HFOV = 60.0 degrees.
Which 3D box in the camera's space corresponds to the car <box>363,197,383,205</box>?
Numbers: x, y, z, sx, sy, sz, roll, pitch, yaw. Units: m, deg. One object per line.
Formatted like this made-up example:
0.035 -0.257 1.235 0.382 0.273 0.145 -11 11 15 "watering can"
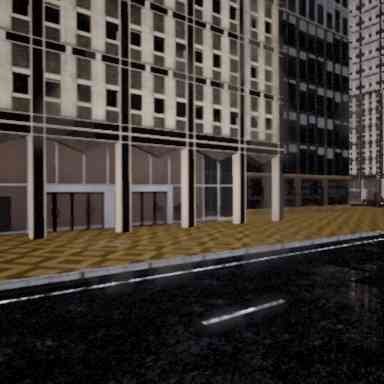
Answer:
31.521 1.482 56.671 1.887 1.381 4.507 0 0 -34 "car"
